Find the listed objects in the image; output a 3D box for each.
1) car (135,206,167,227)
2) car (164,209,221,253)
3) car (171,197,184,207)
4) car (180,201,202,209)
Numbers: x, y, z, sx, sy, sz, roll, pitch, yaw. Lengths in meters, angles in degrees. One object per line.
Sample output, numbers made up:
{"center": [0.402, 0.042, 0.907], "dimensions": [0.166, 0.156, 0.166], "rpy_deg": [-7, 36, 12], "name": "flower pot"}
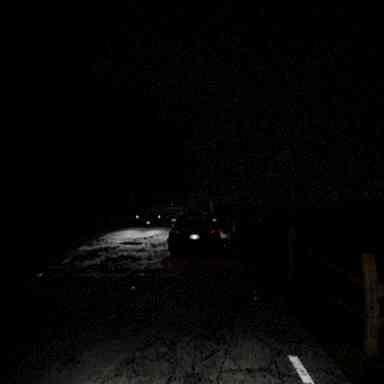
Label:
{"center": [-2.847, 1.720, 23.863], "dimensions": [1.895, 1.301, 4.718], "rpy_deg": [0, -1, 0], "name": "car"}
{"center": [0.097, 1.596, 13.902], "dimensions": [1.994, 1.385, 4.181], "rpy_deg": [0, 0, 0], "name": "car"}
{"center": [-2.754, 1.925, 64.844], "dimensions": [2.150, 2.045, 5.566], "rpy_deg": [0, -1, 0], "name": "car"}
{"center": [0.104, 1.821, 32.741], "dimensions": [1.895, 1.301, 4.718], "rpy_deg": [0, -1, 0], "name": "car"}
